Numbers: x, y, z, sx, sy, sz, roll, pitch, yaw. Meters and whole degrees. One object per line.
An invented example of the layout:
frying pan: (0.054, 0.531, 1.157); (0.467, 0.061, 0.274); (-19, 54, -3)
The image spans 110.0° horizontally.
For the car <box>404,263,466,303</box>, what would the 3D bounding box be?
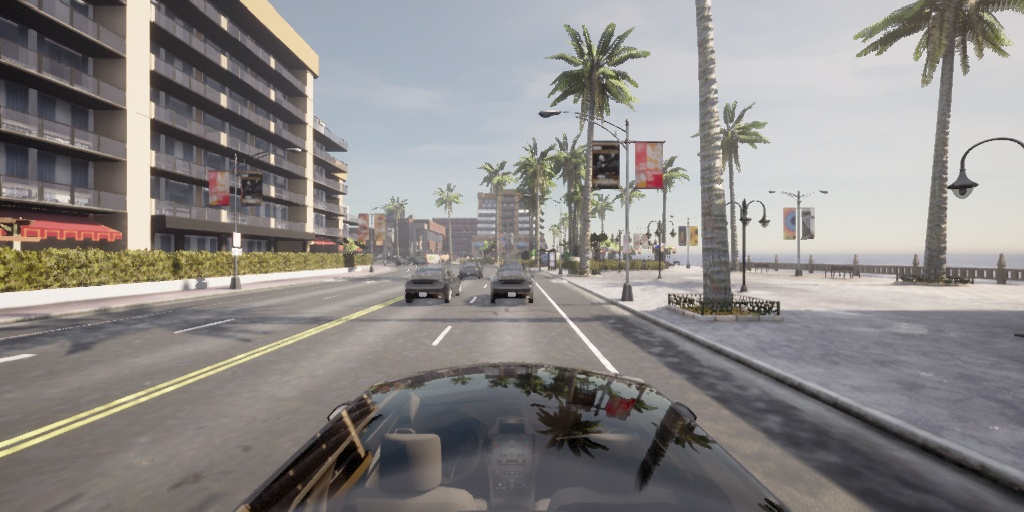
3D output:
car: (-3.500, 1.263, 16.500); (1.837, 1.490, 4.892); (0, 0, 0)

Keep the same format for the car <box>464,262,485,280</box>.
car: (-3.500, 1.242, 31.500); (2.128, 1.511, 4.902); (0, 0, 0)

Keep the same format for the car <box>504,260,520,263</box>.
car: (0.000, 1.114, 31.470); (2.097, 1.767, 4.553); (0, 0, 0)

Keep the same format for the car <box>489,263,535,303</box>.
car: (0.000, 1.264, 16.500); (1.837, 1.490, 4.892); (0, 0, 0)
